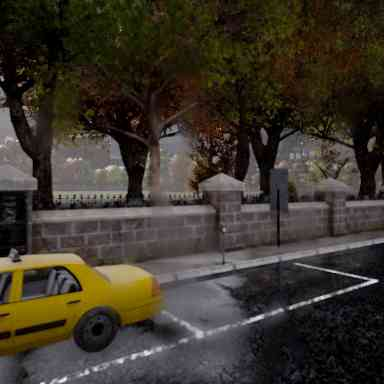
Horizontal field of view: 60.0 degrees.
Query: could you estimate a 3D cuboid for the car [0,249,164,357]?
[{"bbox_3d":[-2.749,1.525,4.598,4.829,1.417,1.752,0,0,-35],"label":"car"}]
